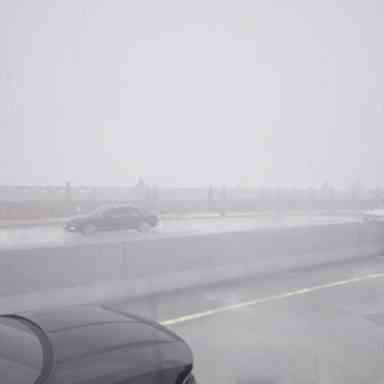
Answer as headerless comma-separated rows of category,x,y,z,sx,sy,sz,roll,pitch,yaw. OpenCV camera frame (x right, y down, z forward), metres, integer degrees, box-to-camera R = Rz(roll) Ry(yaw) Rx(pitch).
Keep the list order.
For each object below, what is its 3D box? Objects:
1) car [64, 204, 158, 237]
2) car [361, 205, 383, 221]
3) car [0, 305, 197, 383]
car,-4.191,1.440,17.666,4.892,1.490,1.837,0,0,-31
car,13.813,1.525,22.798,4.674,1.442,1.812,0,0,-22
car,-2.228,1.461,2.016,5.008,1.535,1.882,0,0,-36
